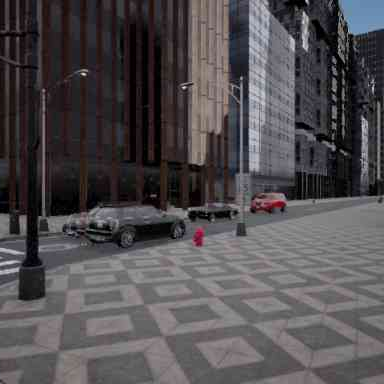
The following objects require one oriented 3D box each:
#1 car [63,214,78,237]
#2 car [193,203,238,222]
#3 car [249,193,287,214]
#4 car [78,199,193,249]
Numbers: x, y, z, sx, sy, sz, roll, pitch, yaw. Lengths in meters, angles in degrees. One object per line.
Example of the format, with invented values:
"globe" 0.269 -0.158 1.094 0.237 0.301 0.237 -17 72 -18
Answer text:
"car" -4.284 1.301 17.188 2.097 1.767 4.553 0 0 36
"car" 1.644 1.522 25.461 1.895 1.301 4.718 0 0 36
"car" 7.920 1.115 34.227 2.150 2.045 5.566 0 0 36
"car" -2.307 1.308 14.737 2.097 1.767 4.553 0 0 38
